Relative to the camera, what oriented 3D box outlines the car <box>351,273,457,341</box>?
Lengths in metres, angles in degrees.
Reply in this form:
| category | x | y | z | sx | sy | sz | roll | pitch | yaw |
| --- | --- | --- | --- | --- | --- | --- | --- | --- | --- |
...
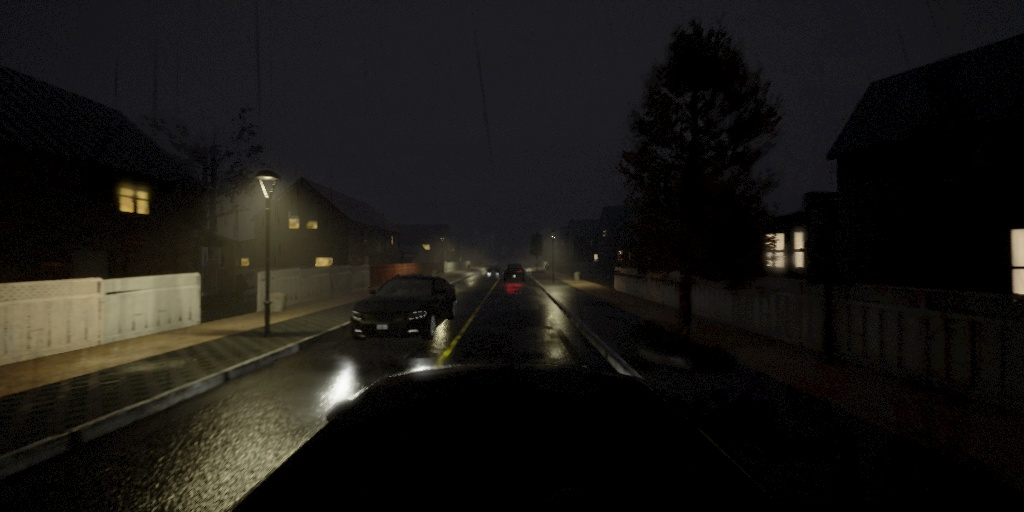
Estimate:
| category | x | y | z | sx | sy | sz | roll | pitch | yaw |
| --- | --- | --- | --- | --- | --- | --- | --- | --- | --- |
| car | -2.822 | 1.289 | 10.315 | 1.882 | 1.535 | 5.008 | 0 | 0 | 0 |

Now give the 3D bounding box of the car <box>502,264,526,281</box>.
| category | x | y | z | sx | sy | sz | roll | pitch | yaw |
| --- | --- | --- | --- | --- | --- | --- | --- | --- | --- |
| car | 0.201 | 1.469 | 32.585 | 1.837 | 1.490 | 4.892 | 0 | -1 | 0 |

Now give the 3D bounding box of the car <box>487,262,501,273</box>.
| category | x | y | z | sx | sy | sz | roll | pitch | yaw |
| --- | --- | --- | --- | --- | --- | --- | --- | --- | --- |
| car | -2.608 | 1.642 | 52.194 | 2.033 | 1.411 | 5.357 | 0 | 0 | 1 |
